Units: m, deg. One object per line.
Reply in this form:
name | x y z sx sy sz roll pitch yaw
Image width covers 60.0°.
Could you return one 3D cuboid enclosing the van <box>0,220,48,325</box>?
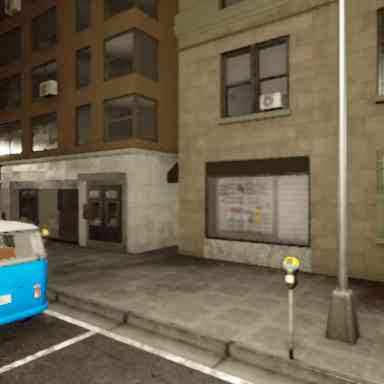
van | -4.274 1.343 5.903 3.998 1.788 1.690 0 0 35
